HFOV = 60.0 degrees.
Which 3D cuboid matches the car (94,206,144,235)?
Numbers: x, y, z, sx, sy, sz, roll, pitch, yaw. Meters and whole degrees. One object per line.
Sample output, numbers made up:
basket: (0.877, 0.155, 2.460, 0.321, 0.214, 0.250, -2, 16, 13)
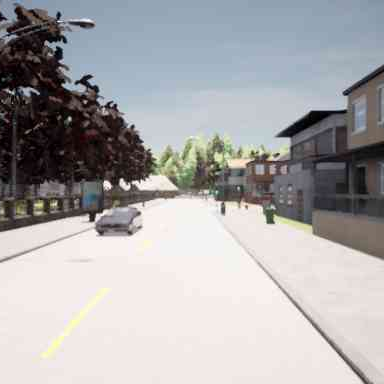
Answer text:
car: (-3.952, 1.530, 19.012, 2.033, 1.411, 5.357, 0, 0, 0)
